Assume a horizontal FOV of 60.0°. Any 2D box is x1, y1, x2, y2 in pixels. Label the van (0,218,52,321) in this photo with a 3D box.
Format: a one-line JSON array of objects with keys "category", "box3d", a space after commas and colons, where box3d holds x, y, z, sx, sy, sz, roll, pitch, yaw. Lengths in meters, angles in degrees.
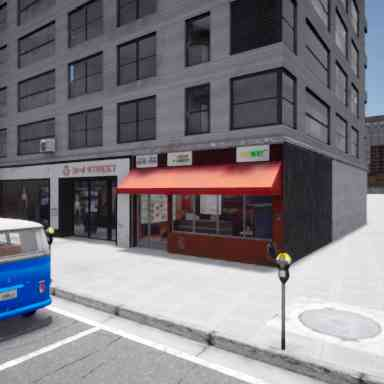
[{"category": "van", "box3d": [-4.311, 1.339, 6.157, 3.998, 1.788, 1.690, 0, 0, 36]}]
